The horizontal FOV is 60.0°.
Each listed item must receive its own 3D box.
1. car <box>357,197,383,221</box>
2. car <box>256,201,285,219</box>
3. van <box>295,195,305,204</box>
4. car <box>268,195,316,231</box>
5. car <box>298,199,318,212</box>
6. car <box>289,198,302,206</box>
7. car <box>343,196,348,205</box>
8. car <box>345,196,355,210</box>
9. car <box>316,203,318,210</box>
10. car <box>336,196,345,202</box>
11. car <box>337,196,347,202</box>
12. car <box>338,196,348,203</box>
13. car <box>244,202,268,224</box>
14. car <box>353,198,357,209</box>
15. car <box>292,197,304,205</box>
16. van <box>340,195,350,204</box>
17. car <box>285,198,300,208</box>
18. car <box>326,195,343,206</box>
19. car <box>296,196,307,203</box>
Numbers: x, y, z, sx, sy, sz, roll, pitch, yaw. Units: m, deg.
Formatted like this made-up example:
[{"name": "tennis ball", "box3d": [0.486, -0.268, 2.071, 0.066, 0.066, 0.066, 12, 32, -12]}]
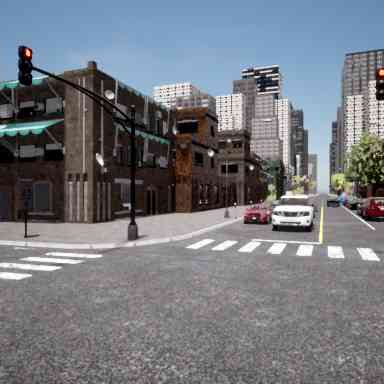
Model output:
[{"name": "car", "box3d": [14.978, 1.330, 26.859, 2.192, 1.841, 5.009, 0, 0, 22]}, {"name": "car", "box3d": [7.181, 1.580, 29.932, 1.947, 1.339, 4.313, 0, 0, 22]}, {"name": "van", "box3d": [21.367, 1.407, 65.914, 1.690, 1.788, 3.998, 0, 0, 22]}, {"name": "car", "box3d": [6.499, 1.230, 21.103, 2.150, 2.045, 5.566, 0, 0, 22]}, {"name": "car", "box3d": [14.055, 1.573, 40.035, 2.033, 1.411, 5.357, 0, 0, 22]}, {"name": "car", "box3d": [17.313, 1.629, 55.633, 1.802, 1.307, 4.206, 0, 0, 22]}, {"name": "car", "box3d": [23.083, 1.589, 47.421, 2.008, 1.369, 4.403, 0, 0, 22]}, {"name": "car", "box3d": [21.057, 1.597, 42.280, 1.947, 1.339, 4.313, 0, 0, 22]}, {"name": "car", "box3d": [10.203, 1.580, 30.447, 1.994, 1.385, 4.181, 0, 0, 22]}, {"name": "car", "box3d": [37.269, 1.679, 83.403, 1.947, 1.339, 4.313, 0, 0, 22]}, {"name": "car", "box3d": [35.242, 1.683, 78.261, 1.802, 1.307, 4.206, 0, 0, 22]}, {"name": "car", "box3d": [33.278, 1.615, 73.280, 1.752, 1.417, 4.829, 0, 0, 22]}, {"name": "car", "box3d": [5.074, 1.554, 24.828, 1.887, 1.381, 4.507, 0, 0, 22]}, {"name": "car", "box3d": [17.004, 1.586, 32.000, 1.947, 1.339, 4.313, 0, 0, 22]}, {"name": "car", "box3d": [19.277, 1.581, 60.615, 1.752, 1.417, 4.829, 0, 0, 22]}, {"name": "van", "box3d": [31.189, 1.418, 67.982, 1.690, 1.788, 3.998, 0, 0, 22]}, {"name": "car", "box3d": [15.287, 1.620, 50.494, 1.802, 1.307, 4.206, 0, 0, 22]}, {"name": "car", "box3d": [23.072, 1.540, 54.456, 2.128, 1.511, 4.902, 0, 0, 22]}, {"name": "car", "box3d": [23.393, 1.628, 71.055, 2.008, 1.369, 4.403, 0, 0, 22]}]
